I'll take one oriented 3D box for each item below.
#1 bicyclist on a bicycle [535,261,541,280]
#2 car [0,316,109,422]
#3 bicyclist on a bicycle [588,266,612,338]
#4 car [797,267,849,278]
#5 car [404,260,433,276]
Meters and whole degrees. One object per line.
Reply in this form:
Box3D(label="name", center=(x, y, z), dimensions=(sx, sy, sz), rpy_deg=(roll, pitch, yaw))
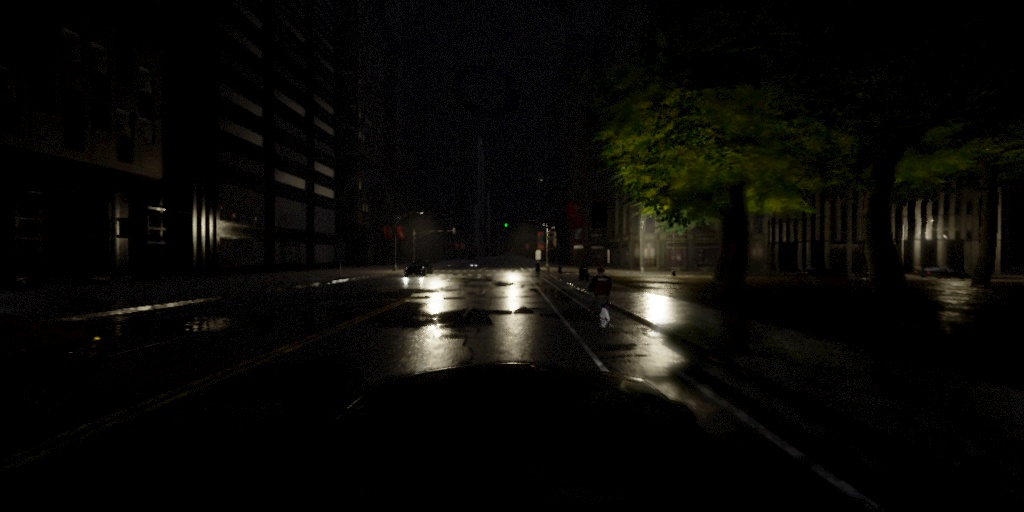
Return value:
Box3D(label="bicyclist on a bicycle", center=(2.272, 1.272, 31.495), dimensions=(0.582, 1.620, 1.656), rpy_deg=(0, -1, 0))
Box3D(label="car", center=(-6.599, 1.278, 3.109), dimensions=(1.812, 1.442, 4.674), rpy_deg=(0, 0, 0))
Box3D(label="bicyclist on a bicycle", center=(2.255, 1.132, 9.305), dimensions=(0.659, 1.776, 1.843), rpy_deg=(0, 0, 0))
Box3D(label="car", center=(38.843, 2.117, 44.910), dimensions=(5.357, 1.411, 2.033), rpy_deg=(1, 0, -1))
Box3D(label="car", center=(-9.723, 1.211, 37.716), dimensions=(2.097, 1.767, 4.553), rpy_deg=(0, 0, 0))
